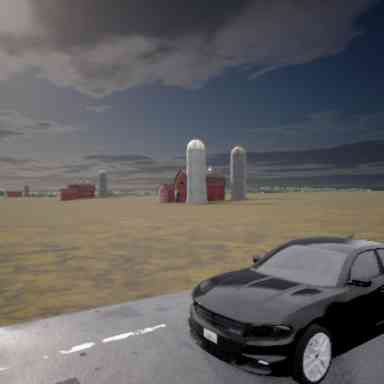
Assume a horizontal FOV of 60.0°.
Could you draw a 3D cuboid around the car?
[{"bbox_3d":[2.254,1.535,5.601,5.008,1.535,1.882,1,0,-36],"label":"car"}]
